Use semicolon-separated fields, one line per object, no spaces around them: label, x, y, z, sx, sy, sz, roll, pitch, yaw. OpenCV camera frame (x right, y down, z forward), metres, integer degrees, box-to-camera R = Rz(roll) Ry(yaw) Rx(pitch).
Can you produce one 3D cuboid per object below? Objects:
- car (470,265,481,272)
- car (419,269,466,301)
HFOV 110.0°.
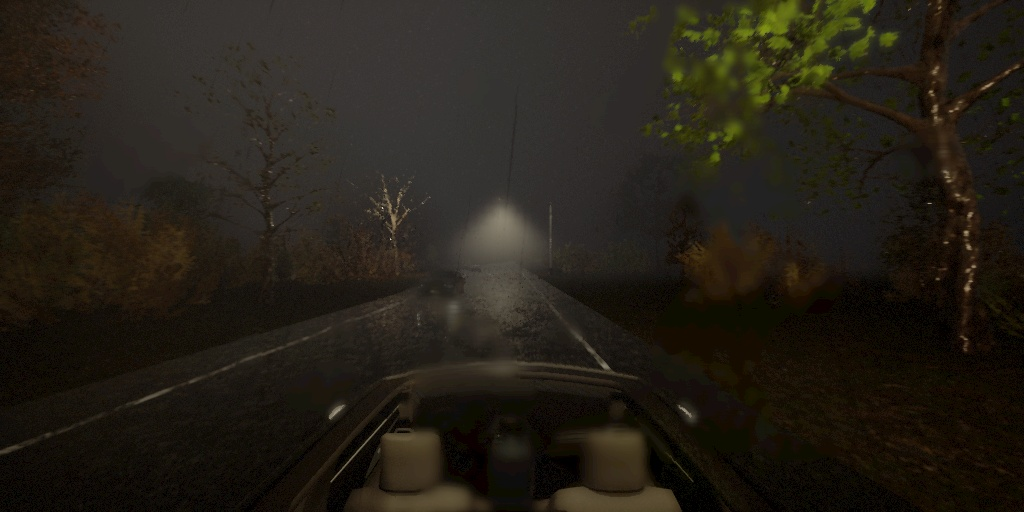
car;-6.170;2.108;60.527;1.895;1.301;4.718;0;-1;-7
car;-3.639;1.470;19.428;1.882;1.535;5.008;0;-1;0
